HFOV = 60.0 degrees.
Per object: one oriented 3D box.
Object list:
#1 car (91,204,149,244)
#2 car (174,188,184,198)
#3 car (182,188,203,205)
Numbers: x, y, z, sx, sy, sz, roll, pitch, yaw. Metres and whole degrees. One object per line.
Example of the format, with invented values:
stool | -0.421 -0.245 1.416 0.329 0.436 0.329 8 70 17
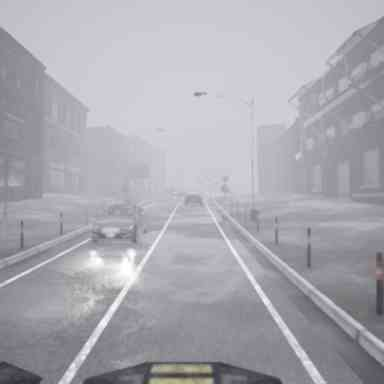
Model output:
car | -3.089 1.309 15.019 2.128 1.511 4.902 0 1 0
car | -1.729 0.078 57.118 2.097 1.767 4.553 -1 0 7
car | 0.179 0.600 36.237 1.812 1.442 4.674 0 2 1
